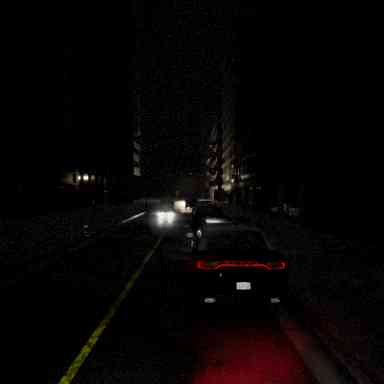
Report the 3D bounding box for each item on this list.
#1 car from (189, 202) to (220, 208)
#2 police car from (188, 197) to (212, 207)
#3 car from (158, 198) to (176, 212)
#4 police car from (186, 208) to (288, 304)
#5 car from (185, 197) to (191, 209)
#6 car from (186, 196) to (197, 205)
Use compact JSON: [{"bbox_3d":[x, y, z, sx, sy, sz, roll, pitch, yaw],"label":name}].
[{"bbox_3d":[0.889,1.517,18.259,1.837,1.490,4.892,0,0,0],"label":"car"},{"bbox_3d":[0.885,1.443,24.369,1.930,1.638,5.238,0,0,0],"label":"police car"},{"bbox_3d":[-3.025,1.532,40.149,2.128,1.511,4.902,0,0,0],"label":"car"},{"bbox_3d":[0.894,1.429,8.369,1.930,1.638,5.238,0,0,0],"label":"police car"},{"bbox_3d":[-0.016,1.555,46.239,1.837,1.490,4.892,0,0,0],"label":"car"},{"bbox_3d":[-0.036,1.565,59.841,1.882,1.535,5.008,0,0,0],"label":"car"}]
